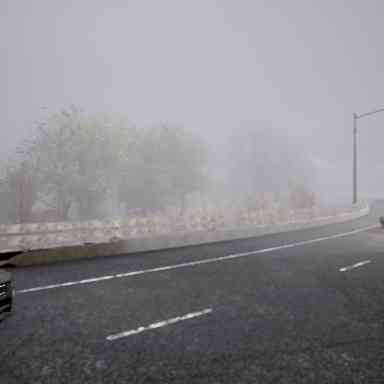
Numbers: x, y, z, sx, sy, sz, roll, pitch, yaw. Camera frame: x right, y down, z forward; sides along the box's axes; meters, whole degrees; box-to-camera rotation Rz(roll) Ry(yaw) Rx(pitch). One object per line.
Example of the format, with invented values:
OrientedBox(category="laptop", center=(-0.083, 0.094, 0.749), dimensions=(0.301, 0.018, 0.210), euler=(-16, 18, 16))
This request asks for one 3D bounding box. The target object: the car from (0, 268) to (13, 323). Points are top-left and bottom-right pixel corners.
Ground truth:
OrientedBox(category="car", center=(-5.226, 1.471, 4.458), dimensions=(5.008, 1.535, 1.882), euler=(0, 0, -35))

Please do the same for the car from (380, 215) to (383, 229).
OrientedBox(category="car", center=(13.859, 1.721, 21.783), dimensions=(1.895, 1.301, 4.718), euler=(0, 0, 41))

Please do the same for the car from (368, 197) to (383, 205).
OrientedBox(category="car", center=(36.314, 1.674, 64.231), dimensions=(1.882, 1.535, 5.008), euler=(0, 0, 13))
